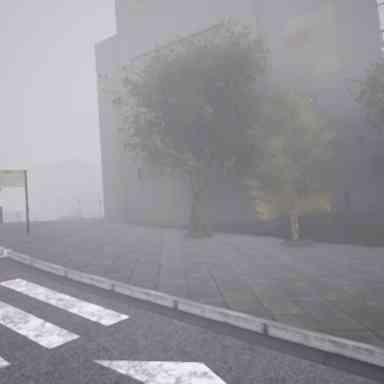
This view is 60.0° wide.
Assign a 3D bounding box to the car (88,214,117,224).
[{"bbox_3d":[-17.215,5.249,63.963,5.366,1.575,1.946,-6,-7,25],"label":"car"}]

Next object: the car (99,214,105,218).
[{"bbox_3d":[-18.288,4.863,61.265,4.553,1.767,2.185,-6,-7,25],"label":"car"}]

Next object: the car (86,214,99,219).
[{"bbox_3d":[-19.521,4.763,58.761,5.008,1.535,2.097,-6,-7,25],"label":"car"}]

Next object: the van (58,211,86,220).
[{"bbox_3d":[-20.832,4.340,56.339,4.442,1.987,1.878,-6,-7,25],"label":"van"}]
